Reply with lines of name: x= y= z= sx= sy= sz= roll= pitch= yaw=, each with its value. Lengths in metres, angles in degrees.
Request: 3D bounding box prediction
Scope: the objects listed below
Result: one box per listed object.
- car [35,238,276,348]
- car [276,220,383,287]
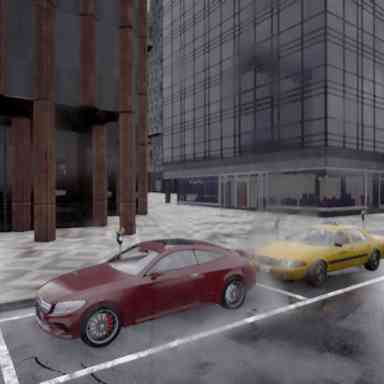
car: x=-0.606 y=1.575 z=6.211 sx=4.206 sy=1.307 sz=1.802 roll=0 pitch=0 yaw=-35
car: x=3.687 y=1.507 z=9.263 sx=4.829 sy=1.417 sz=1.752 roll=0 pitch=0 yaw=-35
